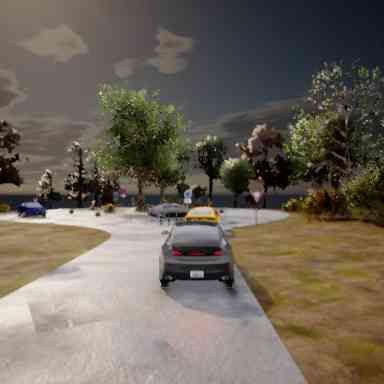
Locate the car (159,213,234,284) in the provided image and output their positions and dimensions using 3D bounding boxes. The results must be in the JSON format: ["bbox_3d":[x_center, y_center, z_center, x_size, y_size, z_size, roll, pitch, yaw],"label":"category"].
[{"bbox_3d":[0.127,1.587,9.770,1.837,1.490,4.892,0,0,0],"label":"car"}]

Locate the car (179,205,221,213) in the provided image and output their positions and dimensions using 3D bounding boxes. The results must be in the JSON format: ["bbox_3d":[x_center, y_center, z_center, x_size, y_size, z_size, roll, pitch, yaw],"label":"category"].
[{"bbox_3d":[0.720,1.645,20.021,1.882,1.535,5.008,0,0,7],"label":"car"}]

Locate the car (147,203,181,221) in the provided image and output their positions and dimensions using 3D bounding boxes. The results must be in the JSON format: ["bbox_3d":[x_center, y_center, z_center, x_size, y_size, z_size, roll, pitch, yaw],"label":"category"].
[{"bbox_3d":[-1.571,1.740,29.659,4.902,1.511,2.128,0,0,-13],"label":"car"}]

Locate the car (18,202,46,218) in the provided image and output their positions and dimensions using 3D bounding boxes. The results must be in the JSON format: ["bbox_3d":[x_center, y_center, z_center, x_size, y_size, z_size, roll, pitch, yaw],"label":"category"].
[{"bbox_3d":[-16.489,1.763,34.164,1.882,1.535,5.008,0,-1,-37],"label":"car"}]
